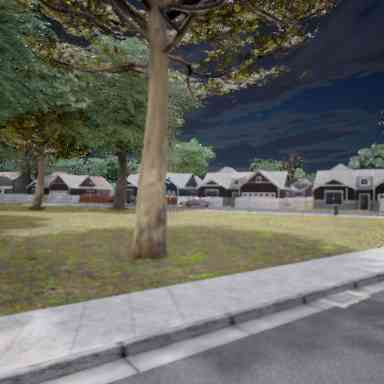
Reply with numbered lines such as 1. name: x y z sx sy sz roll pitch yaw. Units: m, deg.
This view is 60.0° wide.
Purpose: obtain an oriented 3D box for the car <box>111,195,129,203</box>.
1. car: -9.443 1.244 51.419 4.902 1.511 2.128 1 0 27

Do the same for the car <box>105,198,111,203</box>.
1. car: -12.591 1.267 56.147 4.553 1.767 2.097 1 0 27
